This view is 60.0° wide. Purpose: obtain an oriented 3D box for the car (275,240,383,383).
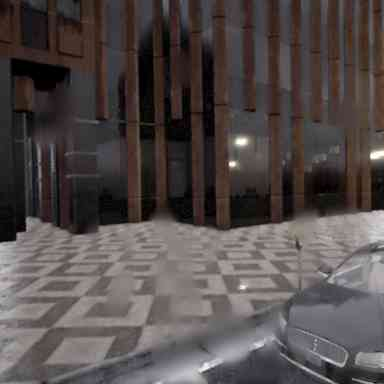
[{"bbox_3d":[3.025,1.415,4.653,4.403,1.369,2.008,-2,1,-35],"label":"car"}]
